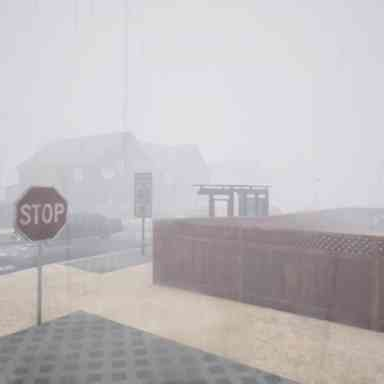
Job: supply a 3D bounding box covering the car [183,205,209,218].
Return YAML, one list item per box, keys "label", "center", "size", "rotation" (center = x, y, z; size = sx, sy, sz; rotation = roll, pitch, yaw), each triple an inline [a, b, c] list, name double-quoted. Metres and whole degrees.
- label: "car"
  center: [1.195, 1.811, 26.288]
  size: [1.837, 1.490, 4.892]
  rotation: [1, 0, 35]

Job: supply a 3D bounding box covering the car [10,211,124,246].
- label: "car"
  center: [-5.851, 1.684, 16.430]
  size: [2.033, 1.411, 5.357]
  rotation: [1, 0, 37]

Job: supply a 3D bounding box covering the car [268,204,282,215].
- label: "car"
  center: [7.983, 2.022, 35.839]
  size: [2.033, 1.411, 5.357]
  rotation: [1, 0, 36]
